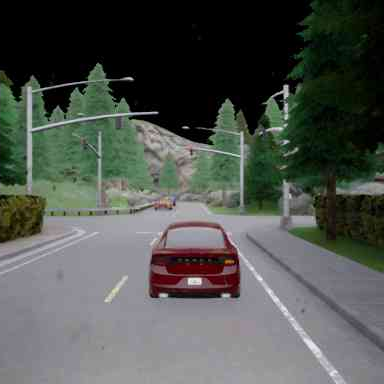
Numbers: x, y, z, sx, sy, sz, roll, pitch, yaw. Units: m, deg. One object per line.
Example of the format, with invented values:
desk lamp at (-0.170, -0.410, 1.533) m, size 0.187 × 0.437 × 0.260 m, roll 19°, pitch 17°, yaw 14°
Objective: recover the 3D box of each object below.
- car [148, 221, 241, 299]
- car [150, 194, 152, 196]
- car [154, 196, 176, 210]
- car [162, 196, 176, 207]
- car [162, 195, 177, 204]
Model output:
car at (0.068, 1.478, 8.538) m, size 1.882 × 1.535 × 5.008 m, roll 0°, pitch 0°, yaw 0°
car at (-11.003, 1.355, 79.677) m, size 4.553 × 1.767 × 2.097 m, roll 0°, pitch 0°, yaw 24°
car at (-3.589, 1.352, 42.640) m, size 2.097 × 1.767 × 4.553 m, roll 0°, pitch 0°, yaw 0°
car at (-3.576, 1.477, 53.029) m, size 1.882 × 1.535 × 5.008 m, roll 0°, pitch 0°, yaw 0°
car at (-4.558, 1.477, 66.886) m, size 1.882 × 1.535 × 5.008 m, roll 0°, pitch 0°, yaw -19°
